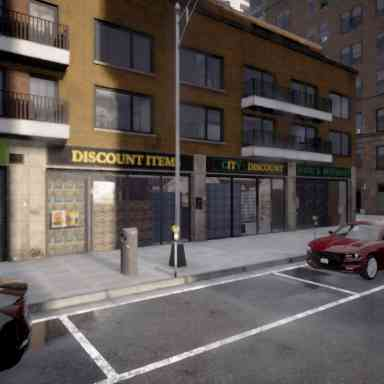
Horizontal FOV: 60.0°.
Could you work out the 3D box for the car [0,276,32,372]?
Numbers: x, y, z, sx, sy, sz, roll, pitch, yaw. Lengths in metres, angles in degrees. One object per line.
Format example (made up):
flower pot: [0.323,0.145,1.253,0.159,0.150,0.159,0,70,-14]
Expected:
car: [-3.981,1.566,3.351,4.313,1.339,1.947,0,0,-36]

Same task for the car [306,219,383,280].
car: [5.271,1.544,9.951,4.507,1.381,1.887,0,0,-36]
